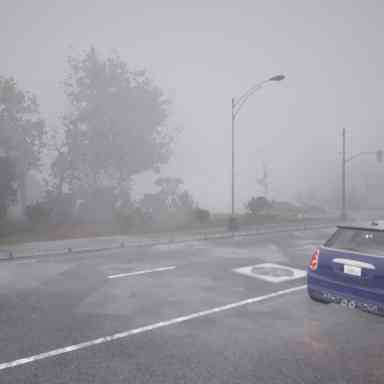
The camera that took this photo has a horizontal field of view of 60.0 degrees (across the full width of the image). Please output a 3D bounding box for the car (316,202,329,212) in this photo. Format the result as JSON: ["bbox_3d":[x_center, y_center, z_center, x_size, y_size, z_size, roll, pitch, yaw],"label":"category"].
[{"bbox_3d":[13.705,1.762,39.124,2.128,1.511,4.902,0,-2,-32],"label":"car"}]

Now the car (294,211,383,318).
[{"bbox_3d":[4.481,1.360,6.900,4.553,1.767,2.097,0,0,-35],"label":"car"}]

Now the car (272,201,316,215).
[{"bbox_3d":[10.870,1.760,37.058,1.837,1.490,4.892,0,-2,-32],"label":"car"}]
